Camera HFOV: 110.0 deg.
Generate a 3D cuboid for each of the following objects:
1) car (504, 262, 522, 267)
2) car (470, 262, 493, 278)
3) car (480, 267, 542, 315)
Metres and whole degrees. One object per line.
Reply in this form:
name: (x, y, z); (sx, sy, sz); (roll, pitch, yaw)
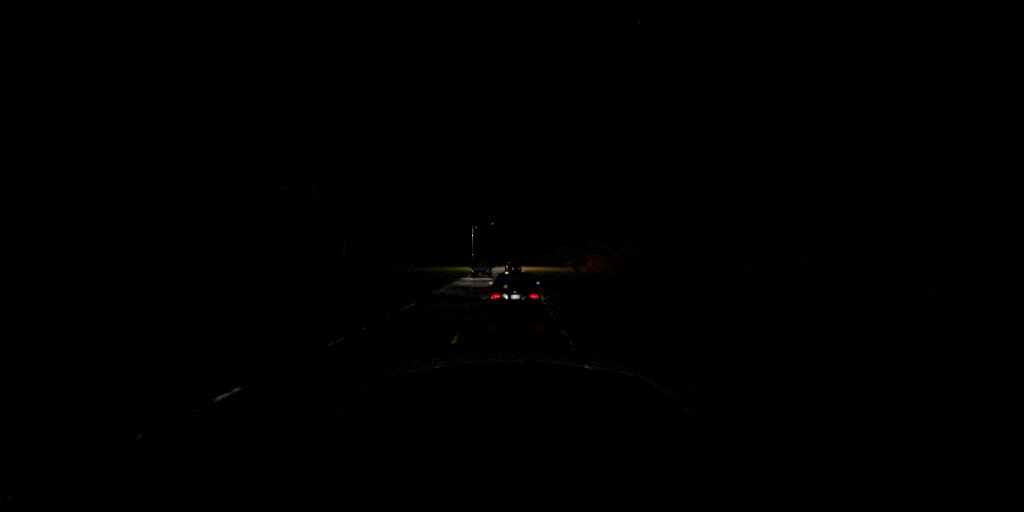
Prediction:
car: (0.099, 1.360, 39.477); (2.033, 1.411, 5.357); (0, 0, 0)
car: (-2.838, 1.332, 34.338); (1.812, 1.442, 4.674); (0, 0, 0)
car: (0.099, 1.320, 13.645); (2.033, 1.411, 5.357); (0, 0, 0)
